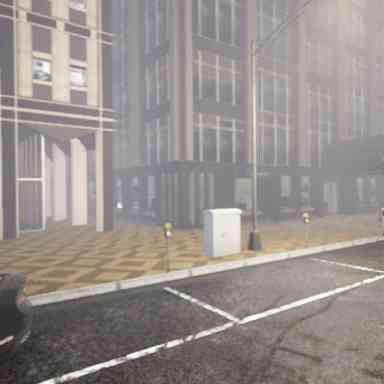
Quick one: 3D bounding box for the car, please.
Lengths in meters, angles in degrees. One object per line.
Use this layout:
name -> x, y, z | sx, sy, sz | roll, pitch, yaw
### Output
car -> -4.160, 1.561, 3.596 | 4.403, 1.369, 2.008 | 0, 0, -36
